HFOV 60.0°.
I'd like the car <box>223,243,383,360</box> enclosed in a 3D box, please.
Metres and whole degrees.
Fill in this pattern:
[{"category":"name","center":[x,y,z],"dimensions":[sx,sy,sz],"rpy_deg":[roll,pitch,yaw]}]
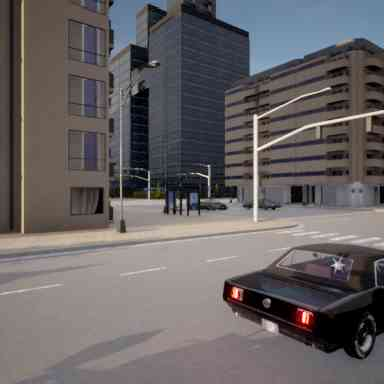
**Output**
[{"category":"car","center":[2.892,1.601,5.985],"dimensions":[4.718,1.301,1.895],"rpy_deg":[0,0,-36]}]

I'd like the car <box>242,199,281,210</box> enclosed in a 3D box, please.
[{"category":"car","center":[9.026,1.602,43.359],"dimensions":[2.033,1.411,5.357],"rpy_deg":[0,0,-38]}]

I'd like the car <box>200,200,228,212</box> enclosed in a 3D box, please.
[{"category":"car","center":[2.396,1.618,40.178],"dimensions":[1.994,1.385,4.181],"rpy_deg":[0,0,-38]}]
